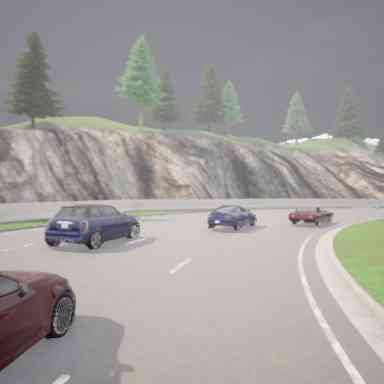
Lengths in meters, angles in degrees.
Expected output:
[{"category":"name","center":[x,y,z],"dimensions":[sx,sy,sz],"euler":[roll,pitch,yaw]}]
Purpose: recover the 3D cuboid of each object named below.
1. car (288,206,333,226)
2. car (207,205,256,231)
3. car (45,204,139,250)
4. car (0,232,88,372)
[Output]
[{"category":"car","center":[8.638,1.659,23.884],"dimensions":[1.895,1.301,4.718],"euler":[1,0,37]},{"category":"car","center":[2.529,1.526,20.801],"dimensions":[1.812,1.442,4.674],"euler":[0,0,29]},{"category":"car","center":[-4.080,1.294,14.384],"dimensions":[2.097,1.767,4.553],"euler":[1,0,18]},{"category":"car","center":[-2.989,1.491,3.619],"dimensions":[1.812,1.442,4.674],"euler":[0,0,5]}]
